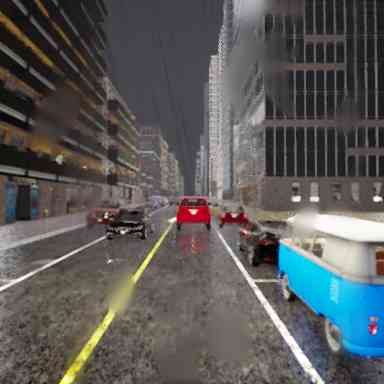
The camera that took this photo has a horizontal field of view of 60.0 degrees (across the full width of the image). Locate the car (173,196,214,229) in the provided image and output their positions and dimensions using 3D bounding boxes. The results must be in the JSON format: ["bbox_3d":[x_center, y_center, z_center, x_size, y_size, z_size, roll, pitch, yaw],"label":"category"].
[{"bbox_3d":[0.103,1.329,22.524,2.150,2.045,5.566,0,0,0],"label":"car"}]

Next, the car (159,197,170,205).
[{"bbox_3d":[-5.669,1.844,68.406,1.752,1.417,4.829,1,0,0],"label":"car"}]

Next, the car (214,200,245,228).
[{"bbox_3d":[2.677,1.548,22.870,1.967,1.590,4.097,1,0,0],"label":"car"}]

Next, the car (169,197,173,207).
[{"bbox_3d":[-3.041,1.752,59.114,1.882,1.535,5.008,0,0,0],"label":"car"}]

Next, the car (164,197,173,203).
[{"bbox_3d":[-5.669,1.920,79.971,1.887,1.381,4.507,1,0,0],"label":"car"}]

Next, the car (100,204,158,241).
[{"bbox_3d":[-3.098,1.586,17.371,1.837,1.490,4.892,0,0,0],"label":"car"}]

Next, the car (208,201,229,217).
[{"bbox_3d":[2.676,1.686,34.434,1.752,1.417,4.829,1,0,0],"label":"car"}]

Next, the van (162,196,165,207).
[{"bbox_3d":[-5.666,1.581,51.484,1.690,1.788,3.998,1,0,0],"label":"van"}]

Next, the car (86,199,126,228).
[{"bbox_3d":[-5.668,1.423,22.996,2.192,1.841,5.009,1,0,0],"label":"car"}]

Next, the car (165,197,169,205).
[{"bbox_3d":[-5.665,1.581,57.182,2.192,1.841,5.009,1,0,0],"label":"car"}]

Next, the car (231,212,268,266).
[{"bbox_3d":[2.673,1.620,11.473,1.947,1.339,4.313,1,0,0],"label":"car"}]

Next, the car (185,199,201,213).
[{"bbox_3d":[0.103,1.695,41.103,1.837,1.490,4.892,0,-1,0],"label":"car"}]

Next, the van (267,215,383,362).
[{"bbox_3d":[2.678,1.369,5.776,1.690,1.788,3.998,1,0,0],"label":"van"}]

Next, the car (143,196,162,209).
[{"bbox_3d":[-5.669,1.653,45.786,1.967,1.590,4.097,1,0,0],"label":"car"}]

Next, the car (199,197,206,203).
[{"bbox_3d":[2.677,1.985,85.543,1.802,1.307,4.206,1,0,0],"label":"car"}]

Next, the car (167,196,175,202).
[{"bbox_3d":[-5.668,1.956,91.197,1.752,1.417,4.829,1,0,0],"label":"car"}]

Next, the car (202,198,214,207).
[{"bbox_3d":[2.677,1.792,57.225,1.752,1.417,4.829,1,0,0],"label":"car"}]

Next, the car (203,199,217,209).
[{"bbox_3d":[2.676,1.784,51.357,1.887,1.381,4.507,1,0,0],"label":"car"}]

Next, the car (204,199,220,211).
[{"bbox_3d":[2.676,1.764,45.660,2.008,1.369,4.403,1,0,0],"label":"car"}]
